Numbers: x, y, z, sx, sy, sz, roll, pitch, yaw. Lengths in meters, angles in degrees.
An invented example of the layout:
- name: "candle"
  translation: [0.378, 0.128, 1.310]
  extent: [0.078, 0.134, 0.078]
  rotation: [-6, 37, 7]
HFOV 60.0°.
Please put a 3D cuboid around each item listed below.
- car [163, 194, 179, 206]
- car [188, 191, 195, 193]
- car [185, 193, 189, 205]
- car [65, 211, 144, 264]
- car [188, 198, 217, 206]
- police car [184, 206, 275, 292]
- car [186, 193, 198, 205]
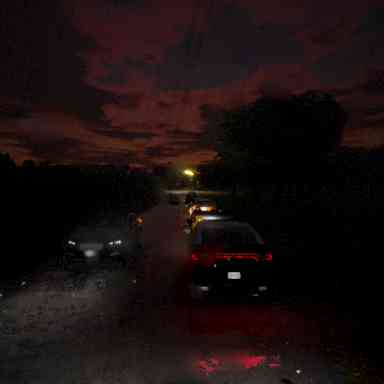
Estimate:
- name: "car"
  translation: [-2.792, 1.059, 45.056]
  extent: [1.882, 1.535, 5.008]
  rotation: [0, 1, 0]
- name: "car"
  translation: [-0.061, 0.574, 65.745]
  extent: [2.033, 1.411, 5.357]
  rotation: [0, 2, 0]
- name: "car"
  translation: [-0.003, 1.150, 46.640]
  extent: [1.895, 1.301, 4.718]
  rotation: [0, 1, 1]
- name: "car"
  translation: [-2.861, 1.456, 11.787]
  extent: [2.128, 1.511, 4.902]
  rotation: [0, 0, 0]
- name: "car"
  translation: [0.807, 1.368, 19.120]
  extent: [1.801, 1.575, 5.366]
  rotation: [0, 1, 0]
- name: "police car"
  translation: [0.816, 1.402, 9.040]
  extent: [1.930, 1.638, 5.238]
  rotation: [0, 0, 0]
- name: "car"
  translation: [0.801, 1.211, 24.901]
  extent: [2.097, 1.767, 4.553]
  rotation: [0, 1, 0]
